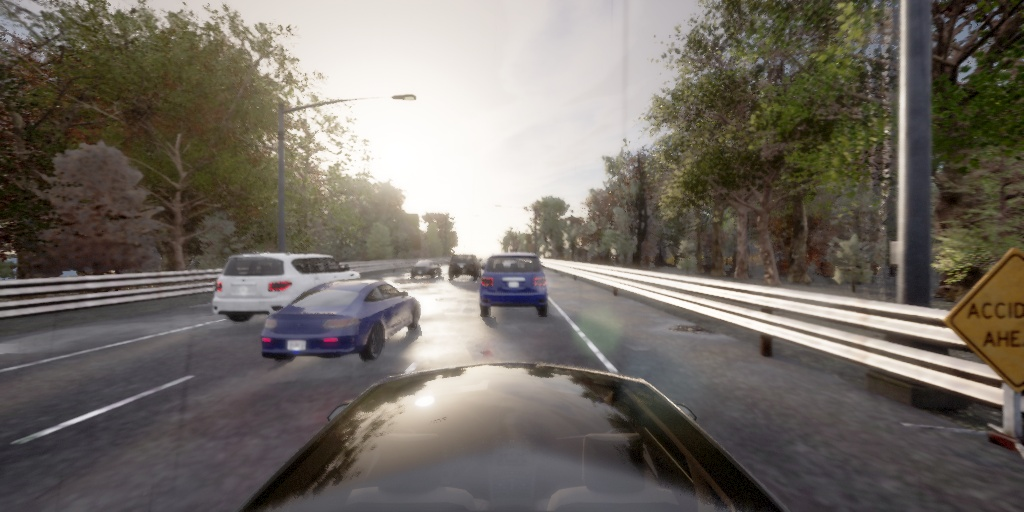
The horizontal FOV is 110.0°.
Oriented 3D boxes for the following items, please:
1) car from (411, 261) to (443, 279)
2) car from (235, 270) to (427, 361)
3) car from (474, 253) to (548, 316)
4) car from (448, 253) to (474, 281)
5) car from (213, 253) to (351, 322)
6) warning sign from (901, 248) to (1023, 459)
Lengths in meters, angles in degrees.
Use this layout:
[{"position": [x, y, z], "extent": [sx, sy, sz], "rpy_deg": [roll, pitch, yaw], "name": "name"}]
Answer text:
[{"position": [-7.230, 1.116, 30.396], "extent": [1.812, 1.442, 4.674], "rpy_deg": [0, 0, -1], "name": "car"}, {"position": [-3.443, 1.236, 8.033], "extent": [1.812, 1.442, 4.674], "rpy_deg": [0, 1, 0], "name": "car"}, {"position": [0.040, 0.901, 13.074], "extent": [2.150, 2.045, 5.566], "rpy_deg": [0, 0, 0], "name": "car"}, {"position": [-3.657, 0.820, 28.427], "extent": [2.150, 2.045, 5.566], "rpy_deg": [0, 0, -1], "name": "car"}, {"position": [-6.973, 0.919, 11.970], "extent": [2.150, 2.045, 5.566], "rpy_deg": [0, 1, -1], "name": "car"}, {"position": [4.551, 0.854, 3.259], "extent": [1.300, 1.860, 1.060], "rpy_deg": [0, 0, 0], "name": "warning sign"}]
